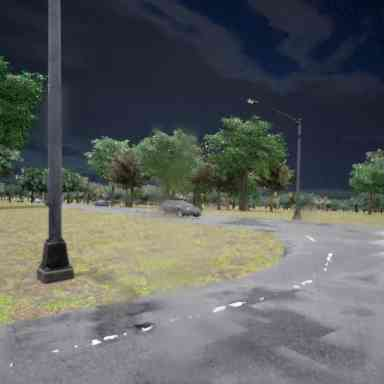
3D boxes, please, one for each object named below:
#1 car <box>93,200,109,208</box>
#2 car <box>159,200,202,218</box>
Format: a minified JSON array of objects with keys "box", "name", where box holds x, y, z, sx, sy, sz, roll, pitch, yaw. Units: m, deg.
[{"box":[-17.746,2.250,64.890,1.812,1.442,4.674,4,-3,-35],"name":"car"},{"box":[-1.100,1.461,28.800,1.837,1.490,4.892,4,-3,-35],"name":"car"}]
